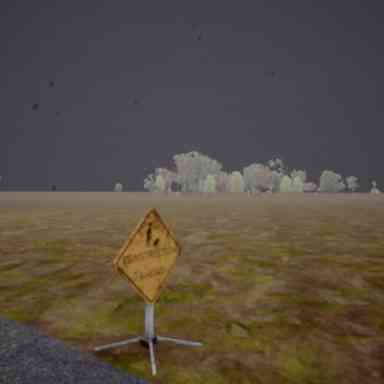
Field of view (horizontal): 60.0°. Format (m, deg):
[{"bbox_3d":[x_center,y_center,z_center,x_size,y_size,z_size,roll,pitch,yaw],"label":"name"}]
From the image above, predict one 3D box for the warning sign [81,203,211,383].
[{"bbox_3d":[-0.554,1.107,4.336,1.060,1.860,1.300,0,0,36],"label":"warning sign"}]
